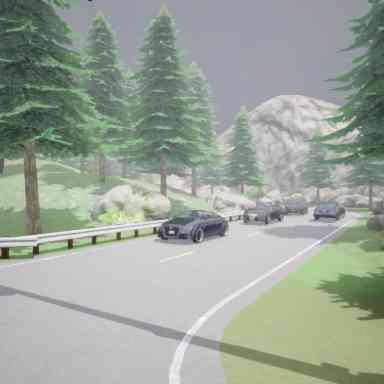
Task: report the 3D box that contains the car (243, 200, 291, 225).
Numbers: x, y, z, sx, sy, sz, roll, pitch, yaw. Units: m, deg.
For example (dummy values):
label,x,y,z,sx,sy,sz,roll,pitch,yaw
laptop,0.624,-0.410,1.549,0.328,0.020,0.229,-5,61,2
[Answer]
label,x,y,z,sx,sy,sz,roll,pitch,yaw
car,5.373,1.506,24.666,2.128,1.511,4.902,0,0,32

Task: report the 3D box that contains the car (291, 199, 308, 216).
label,x,y,z,sx,sy,sz,roll,pitch,yaw
car,10.518,1.525,33.493,1.837,1.490,4.892,0,0,25

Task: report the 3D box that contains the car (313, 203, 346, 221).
label,x,y,z,sx,sy,sz,roll,pitch,yaw
car,11.527,1.605,27.758,2.033,1.411,5.357,0,0,32

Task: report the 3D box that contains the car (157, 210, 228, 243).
label,x,y,z,sx,sy,sz,roll,pitch,yaw
car,0.148,1.573,16.204,1.994,1.385,4.181,0,0,32
